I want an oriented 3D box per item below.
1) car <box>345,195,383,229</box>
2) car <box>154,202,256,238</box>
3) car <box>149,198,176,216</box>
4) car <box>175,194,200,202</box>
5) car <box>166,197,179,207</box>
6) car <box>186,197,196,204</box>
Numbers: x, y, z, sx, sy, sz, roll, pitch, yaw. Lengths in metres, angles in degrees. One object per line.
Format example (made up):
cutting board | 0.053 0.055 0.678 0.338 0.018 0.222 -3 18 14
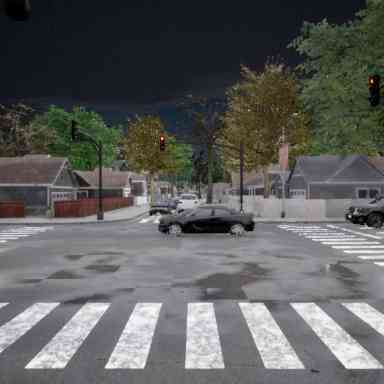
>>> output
car | 12.519 1.137 20.511 5.566 2.045 2.150 0 0 0
car | 0.776 1.475 17.267 5.008 1.535 1.882 0 0 0
car | -3.032 1.567 32.879 2.033 1.411 5.357 0 0 0
car | -0.288 1.245 36.710 2.150 2.045 5.566 0 0 2
car | -3.032 1.568 53.018 1.812 1.442 4.674 0 0 0
car | -0.203 1.623 64.580 1.994 1.385 4.181 0 0 0
